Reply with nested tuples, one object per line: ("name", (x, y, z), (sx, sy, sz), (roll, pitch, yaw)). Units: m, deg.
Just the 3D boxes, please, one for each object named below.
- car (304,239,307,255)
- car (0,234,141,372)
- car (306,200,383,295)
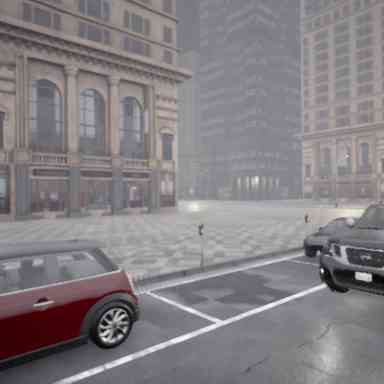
("car", (5.744, 1.565, 11.858), (4.313, 1.339, 1.947), (0, 0, -40))
("car", (-2.843, 1.488, 4.539), (4.097, 1.590, 1.967), (0, -1, -40))
("car", (5.279, 1.210, 7.961), (5.566, 2.045, 2.150), (0, 0, -40))
